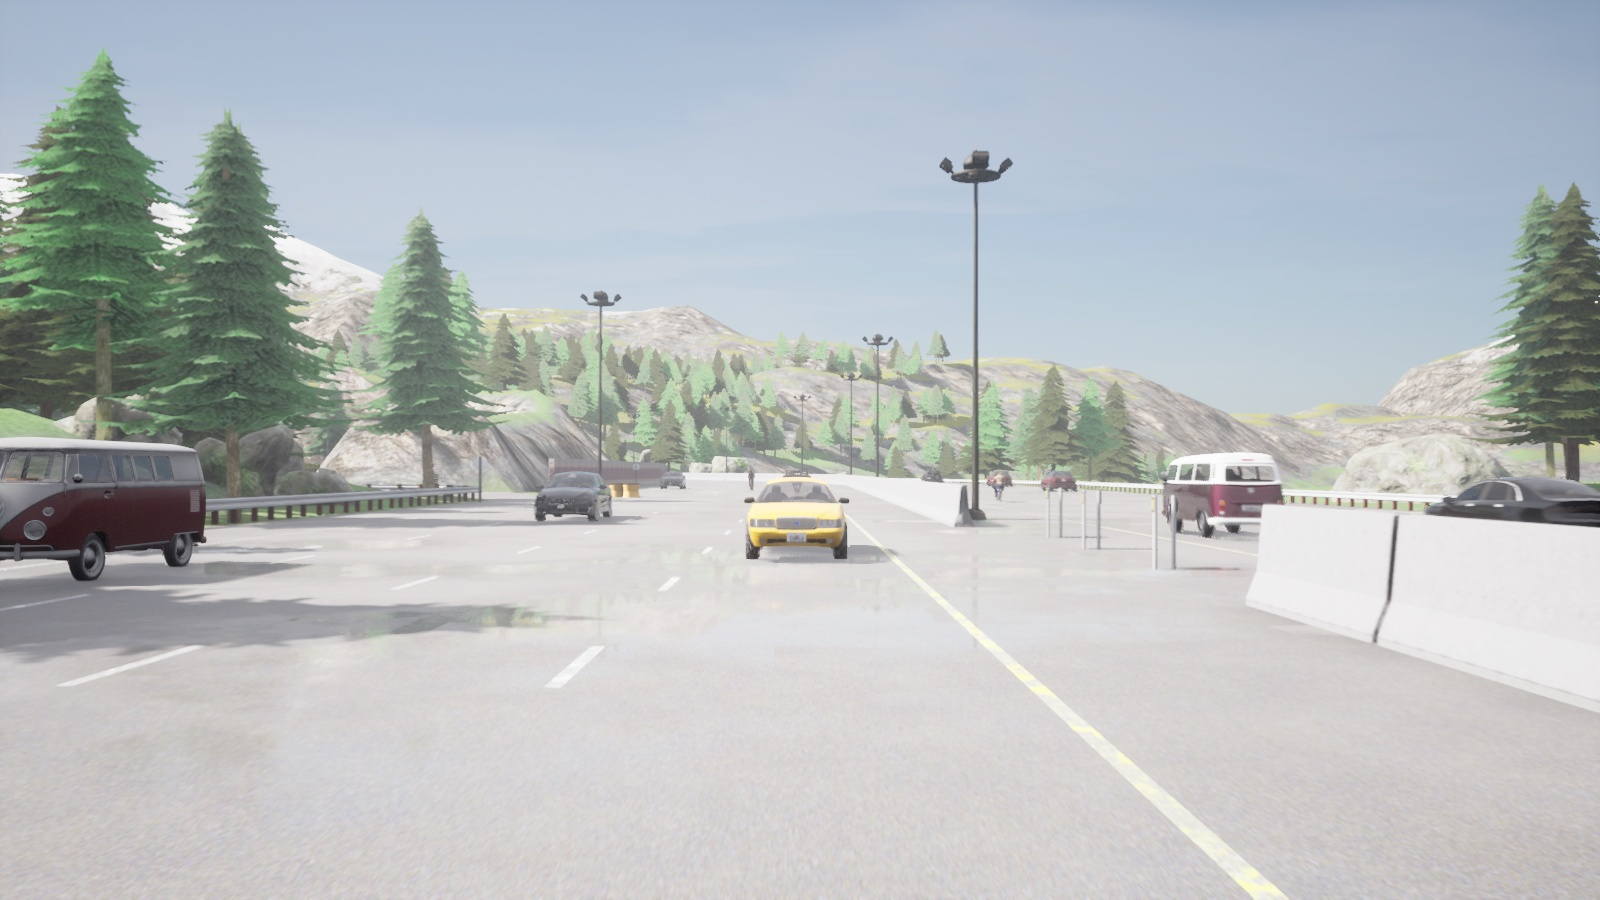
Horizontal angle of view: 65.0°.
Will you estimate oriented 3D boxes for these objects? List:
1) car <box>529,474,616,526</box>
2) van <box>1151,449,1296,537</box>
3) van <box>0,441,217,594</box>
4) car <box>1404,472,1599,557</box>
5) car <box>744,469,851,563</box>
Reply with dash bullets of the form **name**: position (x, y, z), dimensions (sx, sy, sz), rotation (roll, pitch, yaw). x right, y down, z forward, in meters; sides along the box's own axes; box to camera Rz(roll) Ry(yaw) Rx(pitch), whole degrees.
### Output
- **car**: position (-7.089, 1.512, 39.600), dimensions (1.837, 1.490, 4.892), rotation (0, -1, 0)
- **van**: position (10.428, 1.024, 31.313), dimensions (2.069, 2.038, 4.480), rotation (0, -1, 0)
- **van**: position (-10.543, 0.922, 18.568), dimensions (1.775, 1.987, 4.442), rotation (0, -1, 0)
- **car**: position (13.944, 1.177, 24.598), dimensions (1.837, 1.490, 4.892), rotation (0, -1, 0)
- **car**: position (-0.054, 1.155, 23.844), dimensions (1.801, 1.575, 5.366), rotation (0, -1, 0)
